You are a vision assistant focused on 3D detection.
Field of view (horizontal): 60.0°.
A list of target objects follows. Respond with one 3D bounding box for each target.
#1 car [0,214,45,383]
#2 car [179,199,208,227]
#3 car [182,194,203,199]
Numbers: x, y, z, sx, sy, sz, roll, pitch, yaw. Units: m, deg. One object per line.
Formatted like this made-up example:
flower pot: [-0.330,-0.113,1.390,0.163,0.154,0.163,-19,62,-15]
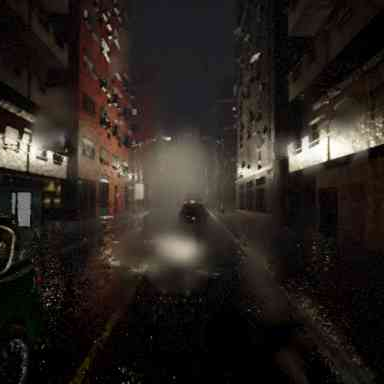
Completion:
car: [-2.852,1.224,1.789,2.150,2.045,5.566,0,0,0]
car: [0.093,1.506,22.986,1.882,1.535,5.008,0,-1,0]
car: [0.094,1.260,38.033,2.150,2.045,5.566,0,0,0]
